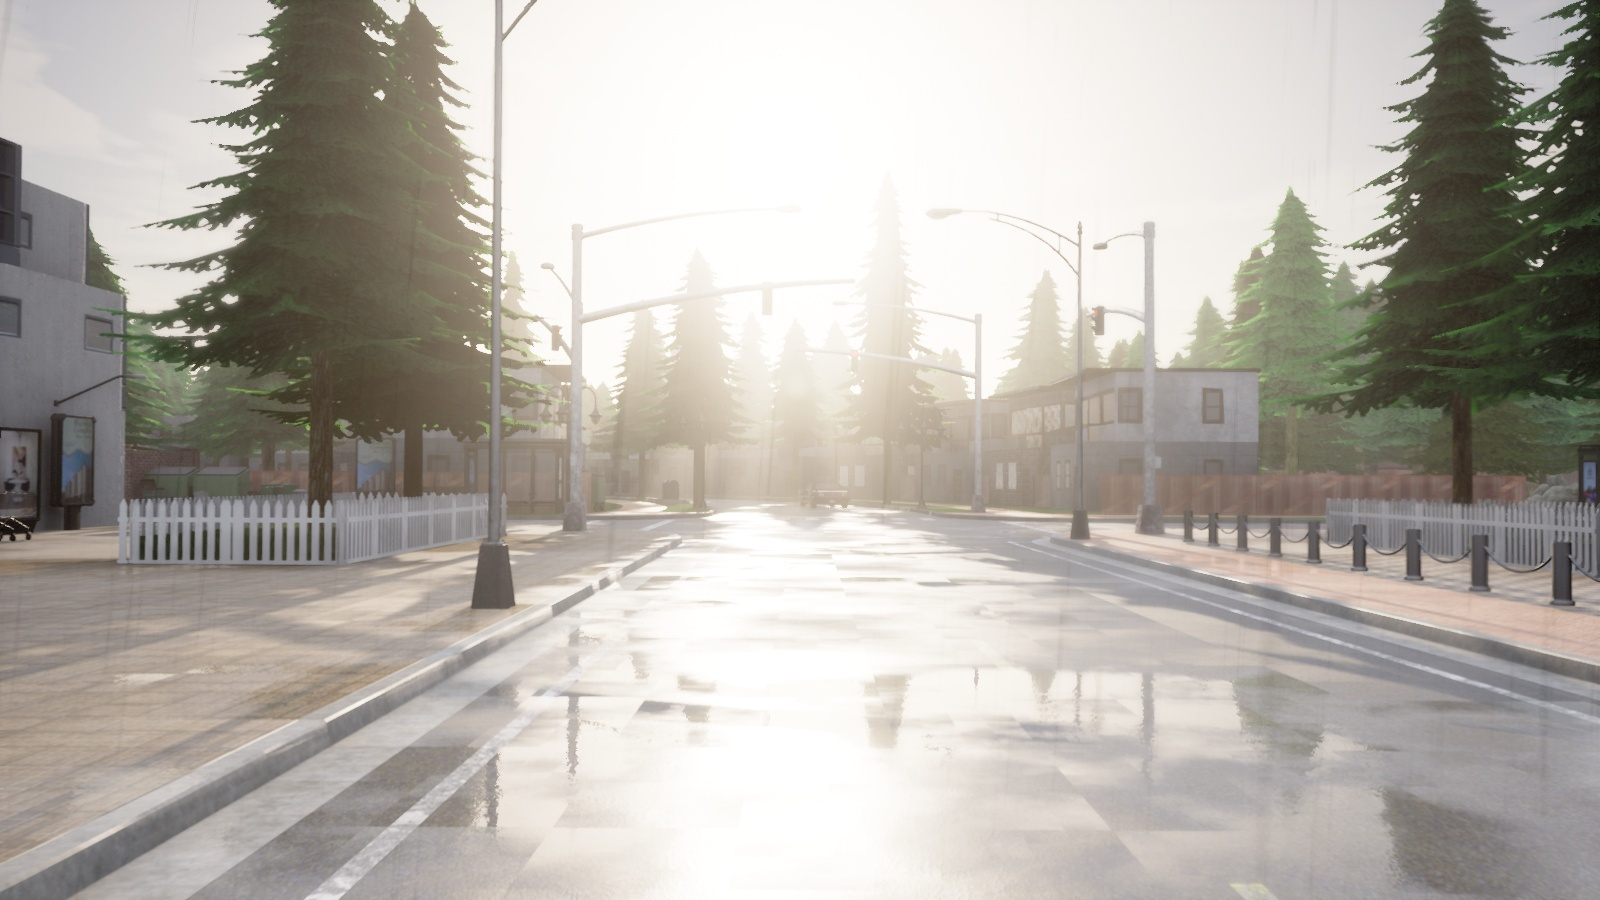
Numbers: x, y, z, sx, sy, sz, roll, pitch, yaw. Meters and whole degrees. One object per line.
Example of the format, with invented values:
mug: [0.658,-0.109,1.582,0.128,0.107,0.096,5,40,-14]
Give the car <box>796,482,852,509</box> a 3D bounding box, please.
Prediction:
car: [1.184,2.300,64.588,1.895,1.301,4.718,0,-1,-11]
